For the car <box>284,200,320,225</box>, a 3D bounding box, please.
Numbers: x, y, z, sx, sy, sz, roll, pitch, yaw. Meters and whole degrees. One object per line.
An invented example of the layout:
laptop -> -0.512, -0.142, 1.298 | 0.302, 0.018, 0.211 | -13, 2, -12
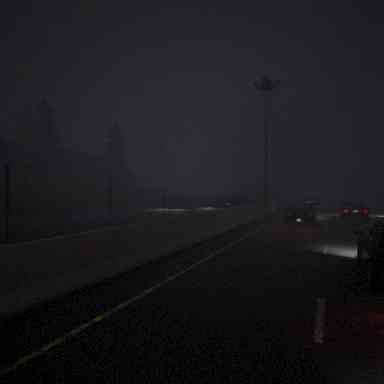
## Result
car -> 7.551, 1.443, 22.842 | 1.895, 1.301, 4.718 | 1, 1, 23

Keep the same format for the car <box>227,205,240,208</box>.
car -> 5.164, 1.197, 36.044 | 1.837, 1.490, 4.892 | 1, 0, 22

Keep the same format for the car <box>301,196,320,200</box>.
car -> 13.700, 1.241, 38.419 | 2.128, 1.511, 4.902 | 1, 1, 19

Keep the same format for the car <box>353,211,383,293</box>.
car -> 5.302, 1.468, 8.326 | 1.837, 1.490, 4.892 | 1, 1, 23

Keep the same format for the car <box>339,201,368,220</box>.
car -> 12.689, 1.406, 26.083 | 2.033, 1.411, 5.357 | 1, 1, 23
